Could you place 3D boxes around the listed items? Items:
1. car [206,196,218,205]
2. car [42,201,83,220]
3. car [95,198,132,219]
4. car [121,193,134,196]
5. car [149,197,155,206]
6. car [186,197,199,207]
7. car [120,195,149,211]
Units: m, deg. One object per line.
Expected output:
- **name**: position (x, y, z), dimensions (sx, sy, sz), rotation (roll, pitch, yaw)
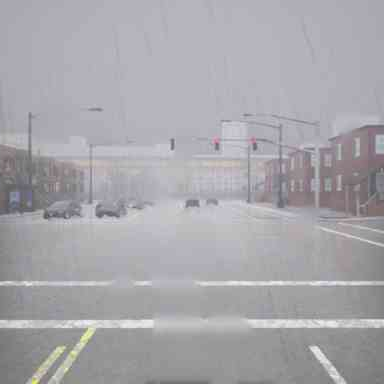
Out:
- **car**: position (3.480, 1.505, 58.473), dimensions (1.837, 1.490, 4.892), rotation (0, 0, 0)
- **car**: position (-10.722, 1.505, 27.935), dimensions (1.837, 1.490, 4.892), rotation (0, 0, 2)
- **car**: position (-7.072, 1.548, 29.763), dimensions (2.033, 1.411, 5.357), rotation (0, 0, 0)
- **car**: position (-10.601, 1.223, 54.550), dimensions (2.150, 2.045, 5.566), rotation (0, 0, -1)
- **car**: position (-7.097, 1.506, 53.346), dimensions (1.837, 1.490, 4.892), rotation (0, 0, 0)
- **car**: position (0.086, 1.477, 50.264), dimensions (1.882, 1.535, 5.008), rotation (0, 0, 0)
- **car**: position (-7.104, 1.491, 41.175), dimensions (2.128, 1.511, 4.902), rotation (0, 0, 0)
